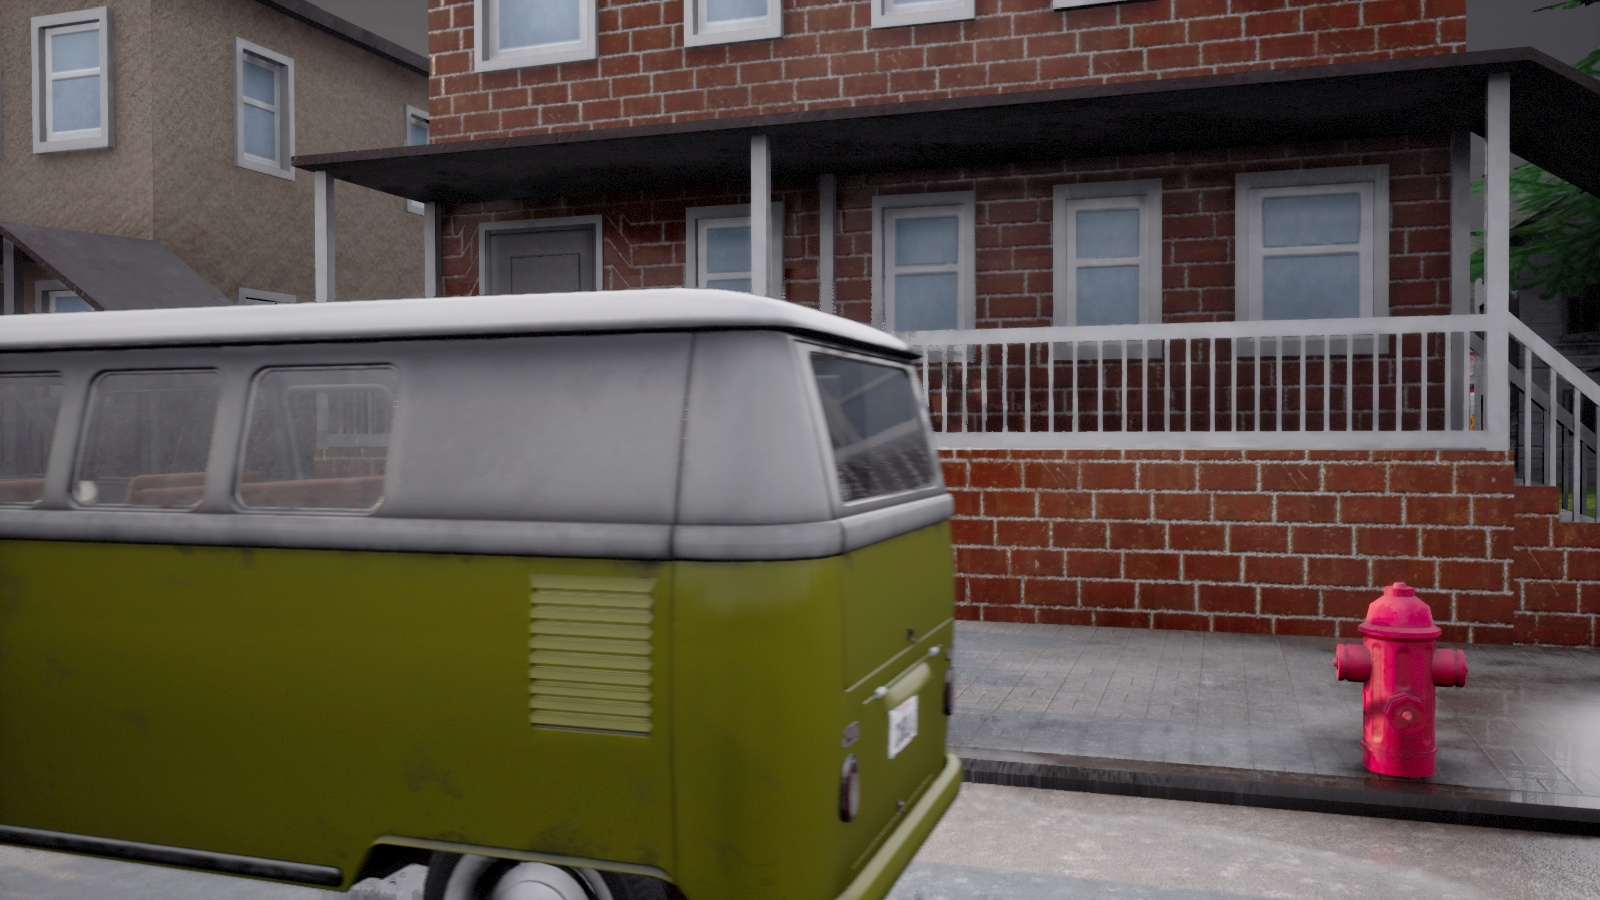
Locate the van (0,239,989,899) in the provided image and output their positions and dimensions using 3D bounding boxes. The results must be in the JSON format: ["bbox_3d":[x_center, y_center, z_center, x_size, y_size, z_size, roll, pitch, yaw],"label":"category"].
[{"bbox_3d":[-1.726,0.504,4.295,4.442,1.987,1.775,1,1,19],"label":"van"}]

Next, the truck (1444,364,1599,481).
[{"bbox_3d":[26.759,-0.918,42.503,8.468,3.827,2.891,1,1,18],"label":"truck"}]
